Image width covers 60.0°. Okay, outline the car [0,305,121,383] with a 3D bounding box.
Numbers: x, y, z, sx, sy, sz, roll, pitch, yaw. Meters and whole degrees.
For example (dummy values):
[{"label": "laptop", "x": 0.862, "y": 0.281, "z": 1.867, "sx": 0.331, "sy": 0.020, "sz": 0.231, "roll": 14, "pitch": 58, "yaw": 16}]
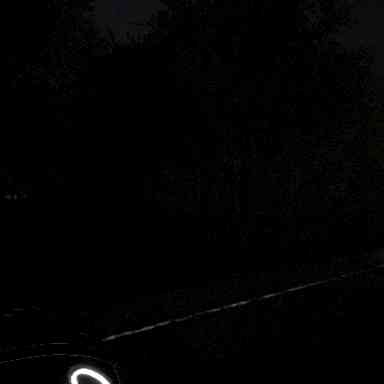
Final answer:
[{"label": "car", "x": -2.655, "y": 1.352, "z": 1.857, "sx": 4.553, "sy": 1.767, "sz": 2.097, "roll": 0, "pitch": 0, "yaw": -35}]
